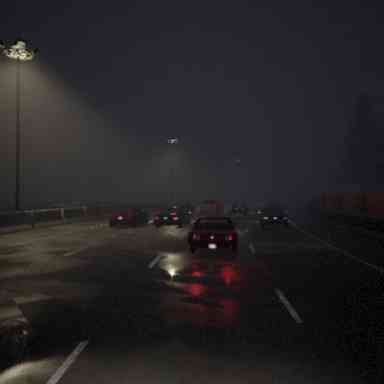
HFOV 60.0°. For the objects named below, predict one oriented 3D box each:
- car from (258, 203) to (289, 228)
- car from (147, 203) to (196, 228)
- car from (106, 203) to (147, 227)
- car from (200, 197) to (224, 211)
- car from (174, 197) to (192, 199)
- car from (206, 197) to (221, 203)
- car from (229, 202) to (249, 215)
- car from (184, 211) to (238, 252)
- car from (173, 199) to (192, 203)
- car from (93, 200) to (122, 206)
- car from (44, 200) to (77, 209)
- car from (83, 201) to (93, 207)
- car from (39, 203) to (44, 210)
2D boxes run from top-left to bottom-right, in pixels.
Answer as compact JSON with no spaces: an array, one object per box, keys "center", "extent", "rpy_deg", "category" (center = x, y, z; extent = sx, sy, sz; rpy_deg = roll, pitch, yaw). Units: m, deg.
[{"center":[5.854,1.761,24.031],"extent":[2.033,1.411,5.357],"rpy_deg":[0,0,10],"category":"car"},{"center":[-1.273,1.747,23.821],"extent":[2.033,1.411,5.357],"rpy_deg":[0,-1,10],"category":"car"},{"center":[-4.605,1.767,24.831],"extent":[1.994,1.385,4.181],"rpy_deg":[0,0,9],"category":"car"},{"center":[2.460,1.695,40.129],"extent":[2.097,1.767,4.553],"rpy_deg":[0,-1,16],"category":"car"},{"center":[-1.723,1.989,84.462],"extent":[1.882,1.535,5.008],"rpy_deg":[0,-1,29],"category":"car"},{"center":[5.428,1.927,82.853],"extent":[1.837,1.490,4.892],"rpy_deg":[0,-1,31],"category":"car"},{"center":[5.447,1.878,38.056],"extent":[2.033,1.411,5.357],"rpy_deg":[0,-1,15],"category":"car"},{"center":[0.987,1.726,14.523],"extent":[1.895,1.301,4.718],"rpy_deg":[0,0,6],"category":"car"},{"center":[-0.894,1.910,41.132],"extent":[1.994,1.385,4.181],"rpy_deg":[0,-1,16],"category":"car"},{"center":[-10.930,1.869,44.970],"extent":[1.837,1.490,4.892],"rpy_deg":[0,-1,16],"category":"car"},{"center":[-17.865,1.887,46.162],"extent":[1.812,1.442,4.674],"rpy_deg":[0,0,16],"category":"car"},{"center":[-13.779,1.944,47.618],"extent":[1.994,1.385,4.181],"rpy_deg":[0,-1,17],"category":"car"},{"center":[-20.565,1.910,49.402],"extent":[1.812,1.442,4.674],"rpy_deg":[0,0,17],"category":"car"}]
